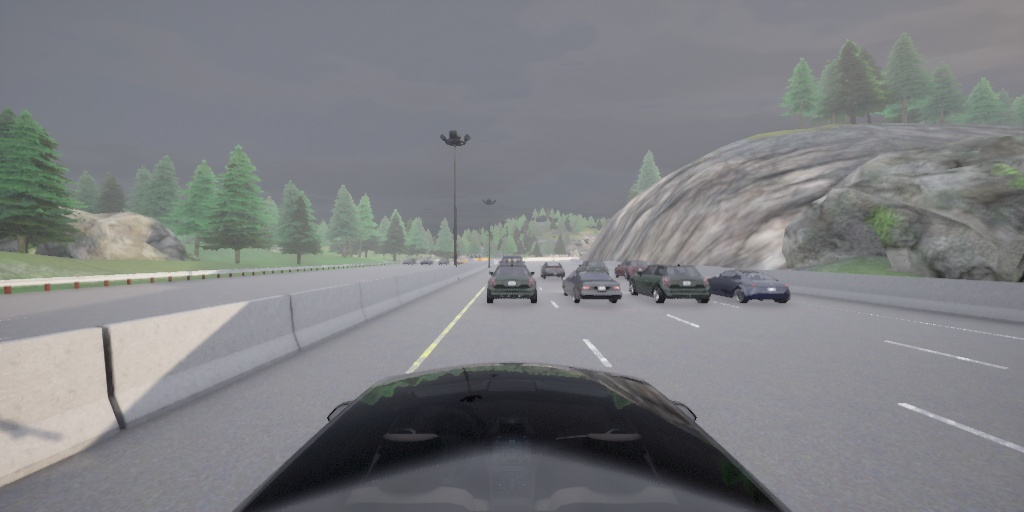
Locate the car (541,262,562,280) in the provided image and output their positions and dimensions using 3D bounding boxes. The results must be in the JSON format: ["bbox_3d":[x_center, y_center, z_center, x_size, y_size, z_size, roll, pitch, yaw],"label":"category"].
[{"bbox_3d":[3.500,1.243,31.500,2.128,1.511,4.902,0,0,0],"label":"car"}]

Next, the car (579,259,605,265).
[{"bbox_3d":[7.000,1.114,31.470,2.097,1.767,4.553,0,0,0],"label":"car"}]

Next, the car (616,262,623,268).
[{"bbox_3d":[10.500,1.114,31.470,2.097,1.767,4.553,0,0,0],"label":"car"}]

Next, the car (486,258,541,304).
[{"bbox_3d":[0.000,1.113,16.470,2.097,1.767,4.553,0,0,0],"label":"car"}]

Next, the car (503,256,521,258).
[{"bbox_3d":[0.000,1.005,31.530,2.150,2.045,5.566,0,0,0],"label":"car"}]

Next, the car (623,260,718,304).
[{"bbox_3d":[7.000,1.113,16.470,2.097,1.767,4.553,0,0,0],"label":"car"}]

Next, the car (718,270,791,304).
[{"bbox_3d":[10.500,1.320,16.500,1.994,1.385,4.181,0,0,0],"label":"car"}]

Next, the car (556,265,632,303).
[{"bbox_3d":[3.500,1.310,16.500,2.033,1.411,5.357,0,0,0],"label":"car"}]
